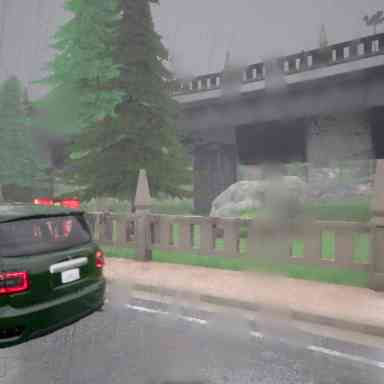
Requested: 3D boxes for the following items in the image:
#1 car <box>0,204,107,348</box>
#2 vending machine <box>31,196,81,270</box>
[{"bbox_3d":[-4.064,1.222,5.677,5.566,2.045,2.150,0,0,26],"label":"car"},{"bbox_3d":[-4.150,1.195,10.209,0.880,2.100,1.100,0,0,22],"label":"vending machine"}]
